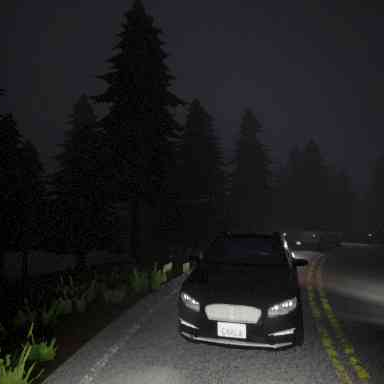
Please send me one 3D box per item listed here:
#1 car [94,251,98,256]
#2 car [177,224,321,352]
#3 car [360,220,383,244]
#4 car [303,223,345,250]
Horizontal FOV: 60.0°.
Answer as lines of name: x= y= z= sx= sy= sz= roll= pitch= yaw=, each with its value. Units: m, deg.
car: x=-20.219 y=13.650 z=73.004 sx=4.181 sy=1.381 sz=1.994 roll=-2 pitch=-5 yaw=31
car: x=1.138 y=1.562 z=6.623 sx=2.128 sy=1.511 sz=4.902 roll=-1 pitch=-2 yaw=15
car: x=15.889 y=3.228 z=26.475 sx=5.566 sy=2.045 sz=2.150 roll=8 pitch=-8 yaw=-28
car: x=6.527 y=2.310 z=17.733 sx=1.895 sy=1.301 sz=4.718 roll=-3 pitch=-6 yaw=39
